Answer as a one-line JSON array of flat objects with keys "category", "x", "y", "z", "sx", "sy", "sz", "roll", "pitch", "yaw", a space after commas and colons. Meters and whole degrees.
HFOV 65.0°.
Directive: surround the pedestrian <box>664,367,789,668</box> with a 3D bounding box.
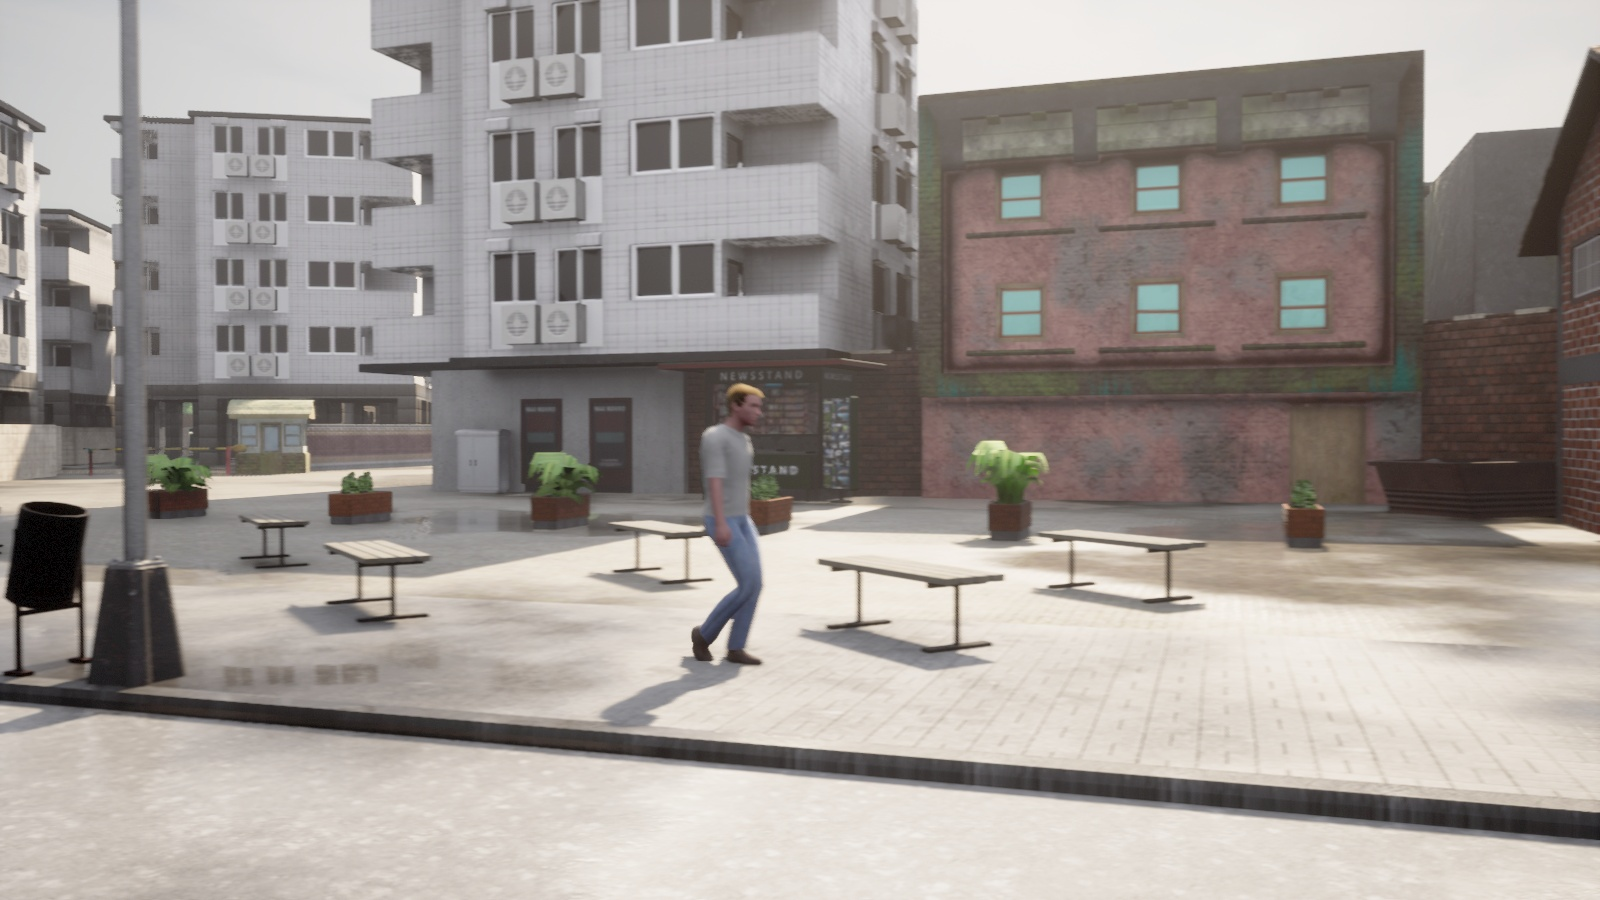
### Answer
[{"category": "pedestrian", "x": -0.469, "y": 0.407, "z": 7.971, "sx": 0.706, "sy": 1.836, "sz": 0.354, "roll": 1, "pitch": 1, "yaw": 27}]
